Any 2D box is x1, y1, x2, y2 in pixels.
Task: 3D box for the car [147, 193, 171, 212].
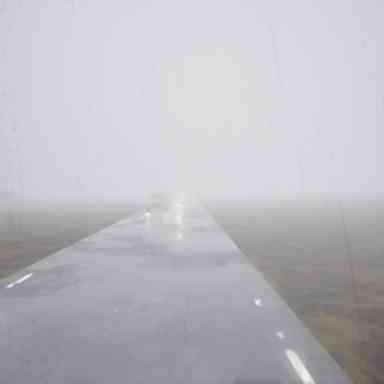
[{"bbox_3d":[-3.243,0.957,33.108,2.097,1.767,4.553,0,1,-1],"label":"car"}]
